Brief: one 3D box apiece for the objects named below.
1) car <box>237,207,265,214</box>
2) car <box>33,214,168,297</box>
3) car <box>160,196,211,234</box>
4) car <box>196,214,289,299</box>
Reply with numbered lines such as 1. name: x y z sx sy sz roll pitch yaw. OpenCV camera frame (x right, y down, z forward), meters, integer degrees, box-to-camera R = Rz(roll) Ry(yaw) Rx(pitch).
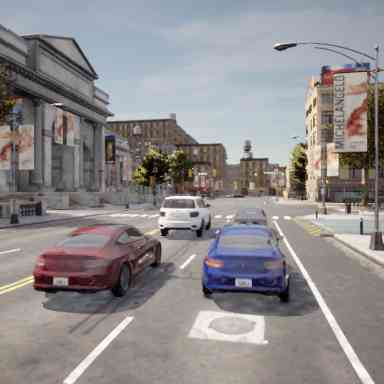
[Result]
1. car: 3.252 1.558 18.409 2.033 1.411 5.357 0 0 11
2. car: -2.128 1.530 8.584 1.812 1.442 4.674 0 0 9
3. car: -0.250 1.234 18.606 2.150 2.045 5.566 0 0 10
4. car: 1.365 1.530 8.482 1.812 1.442 4.674 0 0 10
